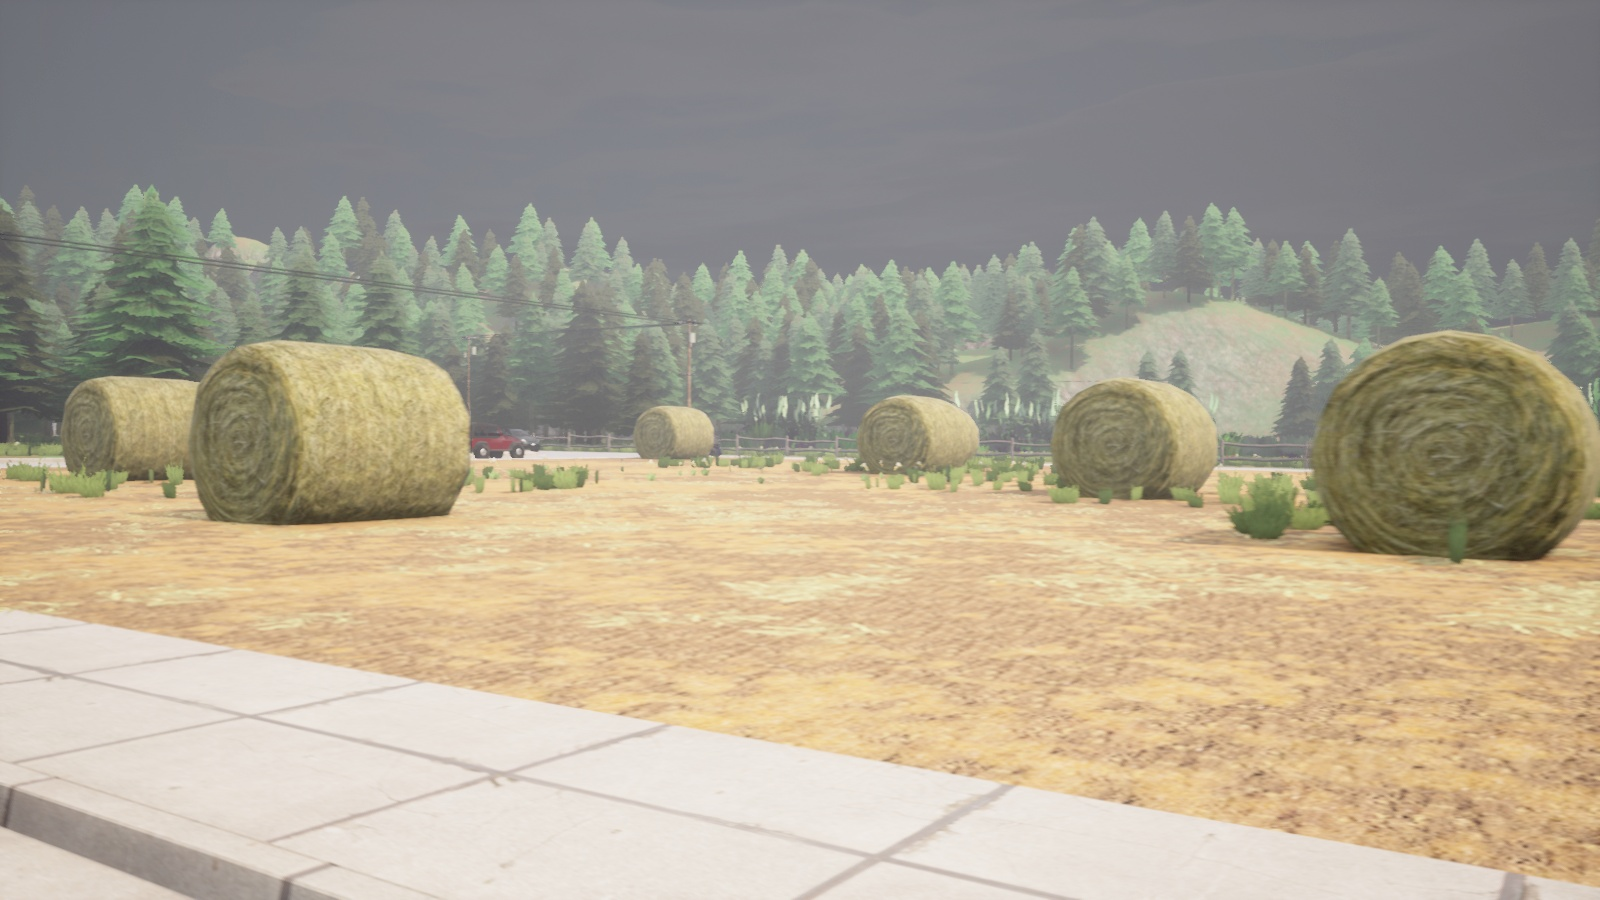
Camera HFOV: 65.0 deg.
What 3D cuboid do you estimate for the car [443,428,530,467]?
[{"bbox_3d":[-15.555,-0.161,62.444,1.905,1.878,3.866,0,1,35],"label":"car"}]

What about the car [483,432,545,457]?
[{"bbox_3d":[-18.929,-0.345,82.982,3.988,1.617,1.851,0,1,37],"label":"car"}]

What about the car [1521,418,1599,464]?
[{"bbox_3d":[29.280,-0.335,46.094,4.611,1.667,2.242,0,1,37],"label":"car"}]
